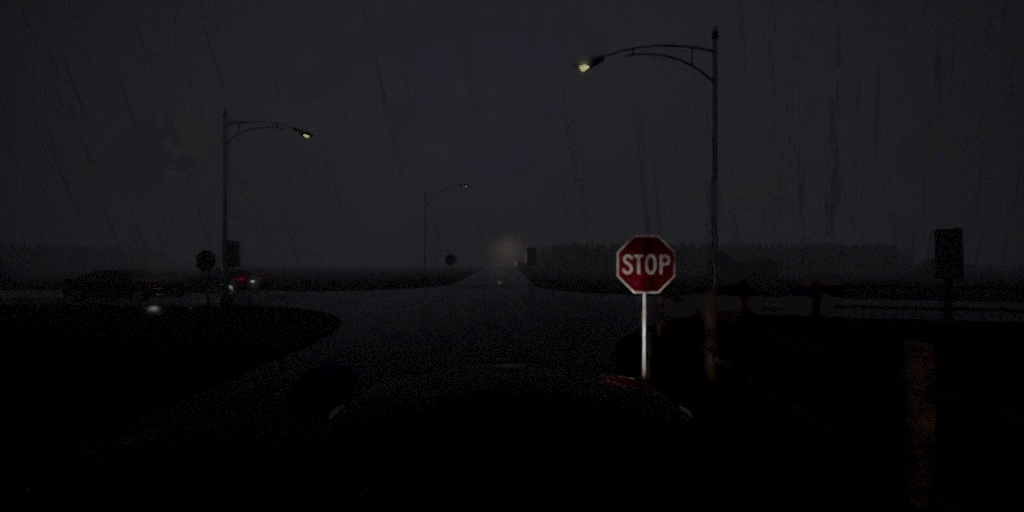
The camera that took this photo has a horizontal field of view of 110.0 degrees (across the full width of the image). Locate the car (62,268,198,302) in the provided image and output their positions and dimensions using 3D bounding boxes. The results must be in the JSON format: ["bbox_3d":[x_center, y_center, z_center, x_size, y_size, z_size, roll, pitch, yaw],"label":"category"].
[{"bbox_3d":[-18.543,1.352,17.307,5.008,1.535,1.882,0,0,3],"label":"car"}]

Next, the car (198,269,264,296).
[{"bbox_3d":[-16.293,1.444,20.024,4.181,1.385,1.994,0,0,5],"label":"car"}]
